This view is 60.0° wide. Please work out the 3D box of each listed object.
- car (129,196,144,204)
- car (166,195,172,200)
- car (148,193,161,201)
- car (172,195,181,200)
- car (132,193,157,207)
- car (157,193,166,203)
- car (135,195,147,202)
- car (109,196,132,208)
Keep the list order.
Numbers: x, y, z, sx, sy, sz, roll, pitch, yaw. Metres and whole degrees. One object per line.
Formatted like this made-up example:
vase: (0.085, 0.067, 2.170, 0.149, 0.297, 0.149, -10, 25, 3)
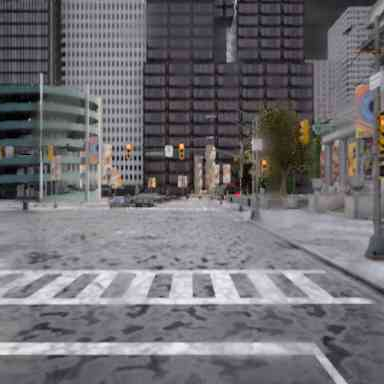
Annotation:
car: (-10.507, 1.508, 63.180, 2.033, 1.411, 5.357, 0, 0, 0)
car: (-7.460, 1.541, 86.171, 1.895, 1.301, 4.718, 0, 0, -25)
car: (-9.072, 1.175, 80.835, 2.150, 2.045, 5.566, 0, 0, -18)
car: (-4.723, 1.445, 88.484, 1.837, 1.490, 4.892, 0, 0, -29)
car: (-7.031, 1.190, 49.668, 2.150, 2.045, 5.566, 0, 0, 0)
car: (-6.985, 1.435, 68.464, 1.882, 1.535, 5.008, 0, 0, 1)
car: (-12.038, 1.491, 78.701, 2.033, 1.411, 5.357, 0, 0, -18)
car: (-10.552, 1.321, 48.389, 2.097, 1.767, 4.553, 0, 0, 1)
